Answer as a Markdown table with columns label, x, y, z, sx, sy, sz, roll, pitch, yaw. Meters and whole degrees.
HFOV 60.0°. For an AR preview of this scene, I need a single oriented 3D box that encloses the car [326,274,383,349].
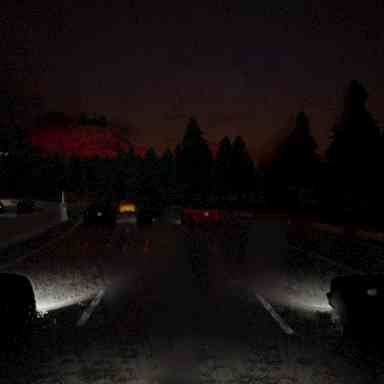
| label | x | y | z | sx | sy | sz | roll | pitch | yaw |
| --- | --- | --- | --- | --- | --- | --- | --- | --- | --- |
| car | 3.423 | 1.564 | 3.548 | 2.033 | 1.411 | 5.357 | 0 | 0 | -2 |

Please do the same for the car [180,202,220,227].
| label | x | y | z | sx | sy | sz | roll | pitch | yaw |
| --- | --- | --- | --- | --- | --- | --- | --- | --- | --- |
| car | 0.499 | 1.517 | 24.298 | 2.097 | 1.767 | 4.553 | 0 | 0 | -13 |

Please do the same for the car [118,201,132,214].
| label | x | y | z | sx | sy | sz | roll | pitch | yaw |
| --- | --- | --- | --- | --- | --- | --- | --- | --- | --- |
| car | -8.124 | 1.771 | 39.798 | 1.882 | 1.535 | 5.008 | 0 | 0 | -22 |

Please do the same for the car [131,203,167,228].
| label | x | y | z | sx | sy | sz | roll | pitch | yaw |
| --- | --- | --- | --- | --- | --- | --- | --- | --- | --- |
| car | -2.988 | 1.663 | 23.903 | 2.128 | 1.511 | 4.902 | 0 | 0 | -13 |

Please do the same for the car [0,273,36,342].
| label | x | y | z | sx | sy | sz | roll | pitch | yaw |
| --- | --- | --- | --- | --- | --- | --- | --- | --- | --- |
| car | -3.665 | 1.602 | 4.143 | 1.994 | 1.385 | 4.181 | 0 | 0 | -2 |

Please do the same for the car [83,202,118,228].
| label | x | y | z | sx | sy | sz | roll | pitch | yaw |
| --- | --- | --- | --- | --- | --- | --- | --- | --- | --- |
| car | -6.633 | 1.535 | 24.147 | 2.097 | 1.767 | 4.553 | 0 | 0 | -13 |
